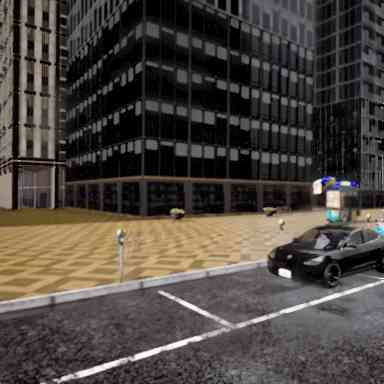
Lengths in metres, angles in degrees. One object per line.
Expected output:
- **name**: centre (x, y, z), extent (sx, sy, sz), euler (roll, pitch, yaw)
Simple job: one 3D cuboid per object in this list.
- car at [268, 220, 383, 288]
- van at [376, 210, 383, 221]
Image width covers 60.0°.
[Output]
- **car**: centre (4.069, 1.645, 9.474), extent (4.313, 1.339, 1.947), euler (1, 0, -36)
- **van**: centre (8.682, 1.471, 12.772), extent (3.998, 1.788, 1.690), euler (1, 0, -36)
